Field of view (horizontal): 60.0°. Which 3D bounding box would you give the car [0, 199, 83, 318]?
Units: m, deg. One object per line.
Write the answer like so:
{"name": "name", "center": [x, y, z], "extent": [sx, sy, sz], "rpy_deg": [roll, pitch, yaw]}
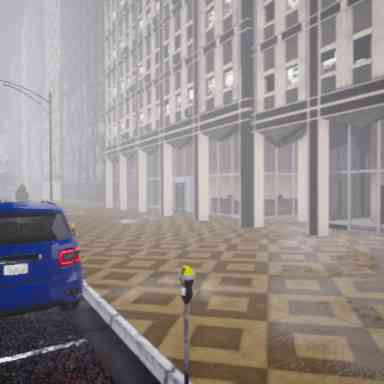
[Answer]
{"name": "car", "center": [-3.938, 1.214, 7.116], "extent": [2.150, 2.045, 5.566], "rpy_deg": [-1, 0, -31]}

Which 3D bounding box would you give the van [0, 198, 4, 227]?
{"name": "van", "center": [-13.504, 1.318, 21.984], "extent": [1.690, 1.788, 3.998], "rpy_deg": [-1, 1, -31]}
